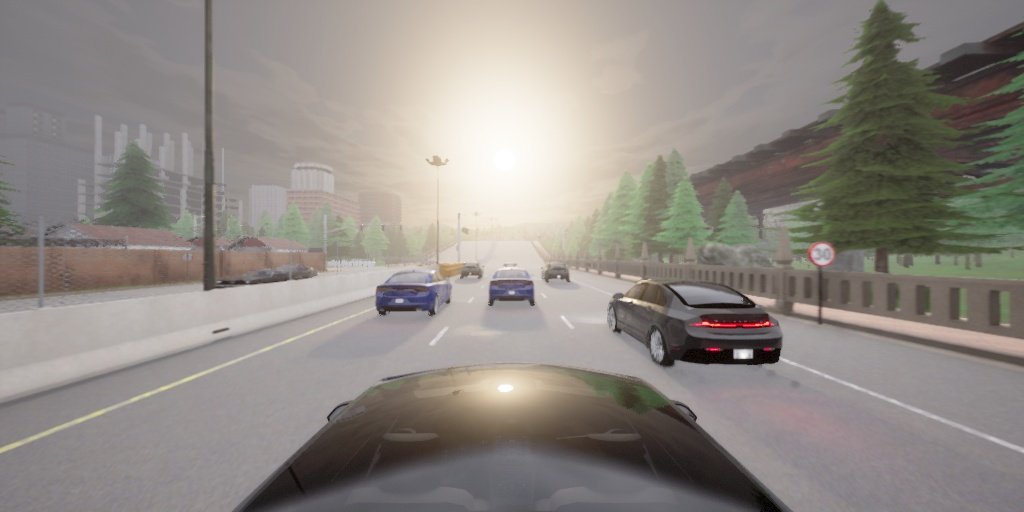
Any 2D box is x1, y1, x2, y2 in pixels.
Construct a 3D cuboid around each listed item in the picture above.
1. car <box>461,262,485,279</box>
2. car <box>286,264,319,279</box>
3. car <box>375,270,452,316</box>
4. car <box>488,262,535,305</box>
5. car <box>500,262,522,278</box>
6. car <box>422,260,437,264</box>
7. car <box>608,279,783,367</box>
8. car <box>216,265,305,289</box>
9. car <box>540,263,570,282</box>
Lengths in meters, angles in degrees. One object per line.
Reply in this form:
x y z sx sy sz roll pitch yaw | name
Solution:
-3.634 1.288 33.358 1.837 1.490 4.892 0 0 0 | car
-17.803 1.372 29.031 2.033 1.411 5.357 0 0 0 | car
-3.509 1.247 13.609 1.882 1.535 5.008 0 0 0 | car
-0.025 1.238 16.240 1.882 1.535 5.008 0 0 0 | car
-0.150 1.322 35.960 2.033 1.411 5.357 0 0 0 | car
-10.837 1.294 47.743 1.882 1.535 5.008 0 0 0 | car
3.519 1.249 7.892 1.837 1.490 4.892 0 0 0 | car
-14.250 1.408 20.467 1.895 1.301 4.718 0 0 0 | car
3.398 1.263 28.569 1.837 1.490 4.892 0 0 0 | car
